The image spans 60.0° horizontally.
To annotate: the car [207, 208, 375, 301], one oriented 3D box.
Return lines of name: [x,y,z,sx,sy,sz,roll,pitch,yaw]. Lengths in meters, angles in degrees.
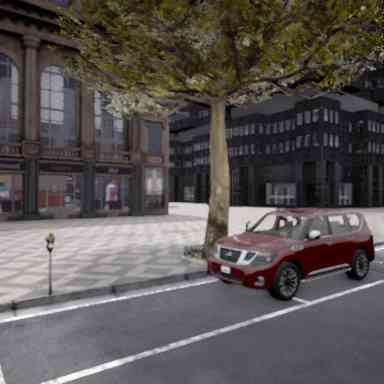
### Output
car: [2.773,1.371,8.636,5.009,1.841,2.192,1,0,-36]
